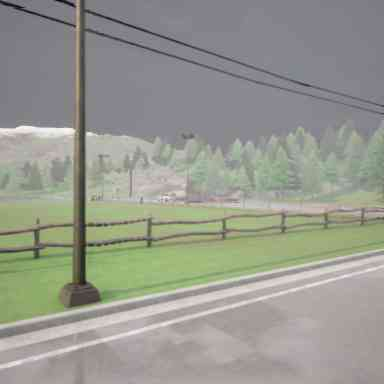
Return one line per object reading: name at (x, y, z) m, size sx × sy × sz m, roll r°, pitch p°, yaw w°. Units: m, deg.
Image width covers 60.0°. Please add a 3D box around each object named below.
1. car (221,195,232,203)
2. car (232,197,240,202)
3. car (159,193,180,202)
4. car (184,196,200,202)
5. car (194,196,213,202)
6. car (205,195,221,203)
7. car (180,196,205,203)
car at (5.958, 1.499, 73.471) m, size 2.097 × 1.767 × 4.553 m, roll 0°, pitch 0°, yaw -35°
car at (8.742, 1.750, 75.596) m, size 1.895 × 1.301 × 4.718 m, roll 0°, pitch 0°, yaw -35°
car at (-5.705, 1.296, 77.895) m, size 2.150 × 2.045 × 5.566 m, roll 0°, pitch 0°, yaw -35°
car at (0.039, 1.640, 81.893) m, size 1.994 × 1.385 × 4.181 m, roll 0°, pitch 0°, yaw -35°
car at (2.903, 1.638, 83.906) m, size 2.033 × 1.411 × 5.357 m, roll 0°, pitch 0°, yaw -35°
car at (3.192, 1.673, 71.320) m, size 2.033 × 1.411 × 5.357 m, roll 0°, pitch 0°, yaw -35°
car at (0.094, 1.675, 69.640) m, size 1.994 × 1.385 × 4.181 m, roll 0°, pitch 0°, yaw -35°
